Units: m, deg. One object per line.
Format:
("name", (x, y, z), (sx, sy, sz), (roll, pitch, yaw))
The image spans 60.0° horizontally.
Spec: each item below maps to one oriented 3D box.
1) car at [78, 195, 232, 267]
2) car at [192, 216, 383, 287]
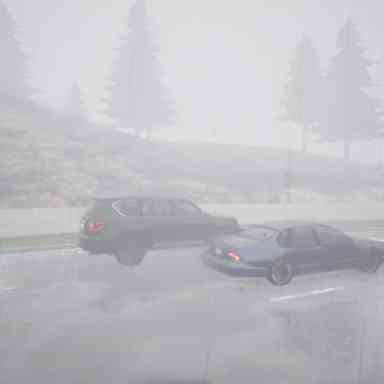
("car", (-0.902, 1.123, 11.207), (5.566, 2.045, 2.150), (0, 0, -28))
("car", (2.930, 1.486, 9.043), (5.357, 1.411, 2.033), (0, 0, -24))
